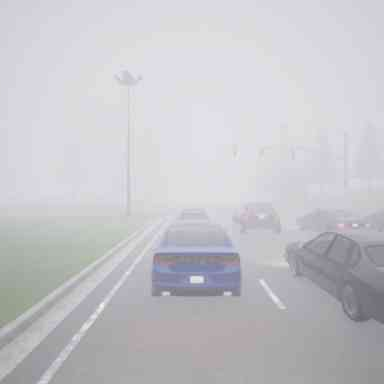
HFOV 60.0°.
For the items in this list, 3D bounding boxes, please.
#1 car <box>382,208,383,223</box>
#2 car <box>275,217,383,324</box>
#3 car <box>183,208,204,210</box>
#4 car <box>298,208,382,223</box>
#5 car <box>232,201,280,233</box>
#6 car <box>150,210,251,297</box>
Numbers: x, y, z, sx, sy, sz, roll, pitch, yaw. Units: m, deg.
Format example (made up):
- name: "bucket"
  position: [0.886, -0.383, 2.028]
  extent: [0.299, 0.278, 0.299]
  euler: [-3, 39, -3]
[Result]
- name: "car"
  position: [10.537, 1.508, 17.080]
  extent: [2.033, 1.411, 5.357]
  euler: [0, 0, 2]
- name: "car"
  position: [3.600, 1.531, 7.115]
  extent: [2.033, 1.411, 5.357]
  euler: [0, 0, -1]
- name: "car"
  position: [0.068, 1.524, 17.382]
  extent: [1.994, 1.385, 4.181]
  euler: [0, 0, 0]
- name: "car"
  position: [7.101, 1.508, 17.220]
  extent: [2.033, 1.411, 5.357]
  euler: [0, 0, -3]
- name: "car"
  position: [3.567, 1.308, 19.120]
  extent: [2.097, 1.767, 4.553]
  euler: [0, 0, 0]
- name: "car"
  position: [0.086, 1.458, 8.595]
  extent: [1.882, 1.535, 5.008]
  euler: [0, 0, 0]
